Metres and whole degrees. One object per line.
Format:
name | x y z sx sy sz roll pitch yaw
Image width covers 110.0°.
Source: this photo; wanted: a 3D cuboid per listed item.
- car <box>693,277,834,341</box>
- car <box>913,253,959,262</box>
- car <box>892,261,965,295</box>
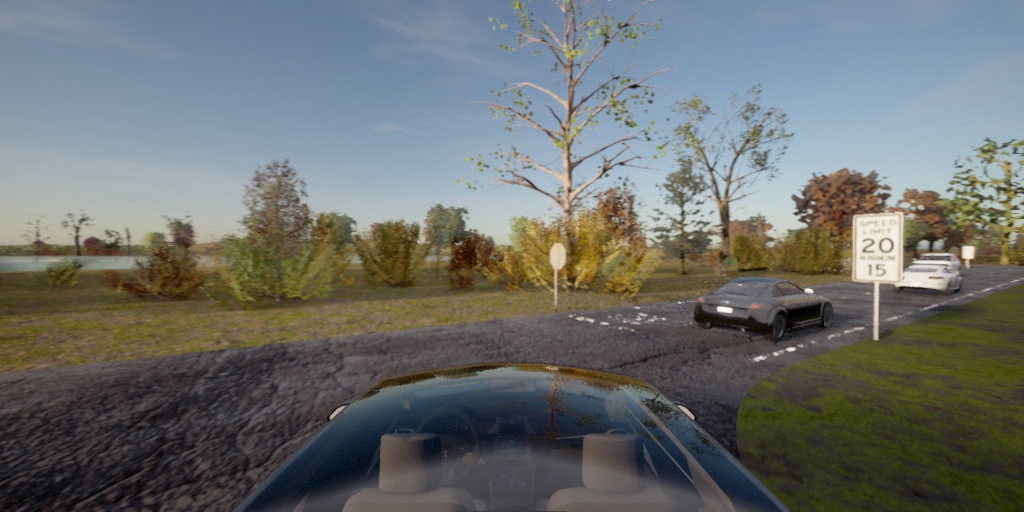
car | 6.945 1.288 9.865 4.181 1.385 1.994 0 1 -31
car | 36.896 0.800 31.207 5.566 2.045 2.150 0 1 -31
car | 22.055 1.201 19.011 4.674 1.442 1.812 0 1 -31
